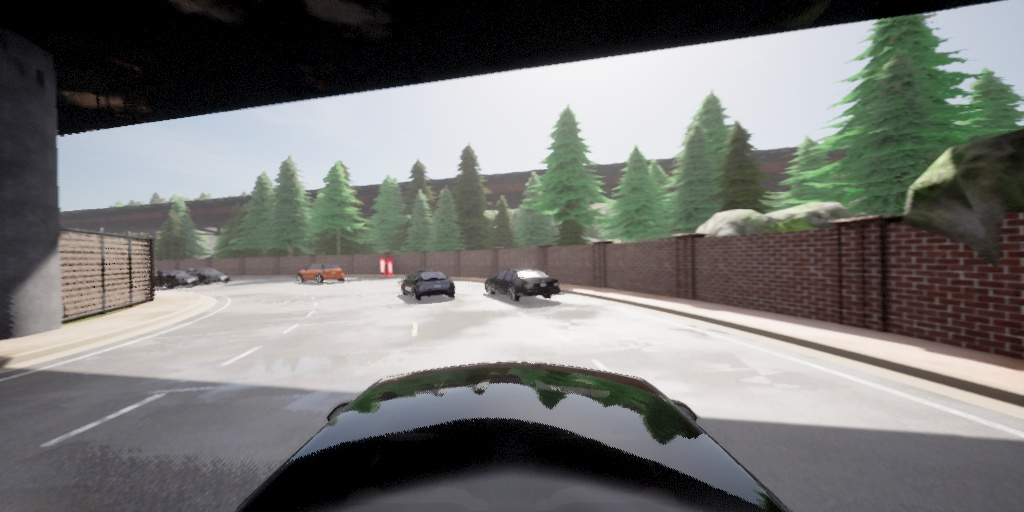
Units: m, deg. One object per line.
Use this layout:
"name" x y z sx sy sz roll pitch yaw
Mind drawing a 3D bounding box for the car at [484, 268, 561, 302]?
"car" 0.310 1.260 17.067 2.033 1.411 5.357 -1 0 -23

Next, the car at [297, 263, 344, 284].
"car" -17.026 1.447 31.788 4.553 1.767 2.097 -1 0 33

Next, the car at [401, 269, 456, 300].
"car" -4.376 1.385 18.462 1.994 1.385 4.181 -1 0 -27

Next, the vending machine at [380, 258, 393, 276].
"vending machine" -13.447 1.193 38.582 0.880 2.100 1.100 0 0 31

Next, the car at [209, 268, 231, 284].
"car" -27.920 1.843 32.558 4.902 1.511 2.128 -1 0 17

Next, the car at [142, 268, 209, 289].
"car" -27.429 1.838 28.748 4.902 1.511 2.128 -1 0 18
